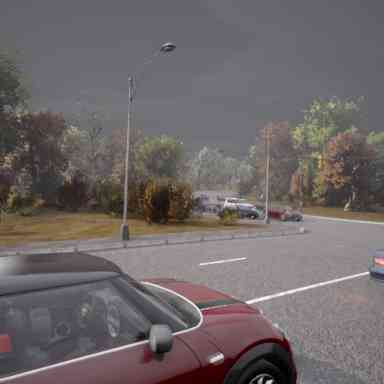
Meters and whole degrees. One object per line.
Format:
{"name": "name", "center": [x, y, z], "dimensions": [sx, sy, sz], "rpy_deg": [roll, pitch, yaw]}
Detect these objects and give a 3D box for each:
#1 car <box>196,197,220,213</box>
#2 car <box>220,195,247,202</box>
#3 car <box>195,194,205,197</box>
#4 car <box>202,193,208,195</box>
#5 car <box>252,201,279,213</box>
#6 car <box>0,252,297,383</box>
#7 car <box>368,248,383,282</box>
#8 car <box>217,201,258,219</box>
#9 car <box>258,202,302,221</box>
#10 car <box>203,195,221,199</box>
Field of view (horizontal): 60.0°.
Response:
{"name": "car", "center": [1.903, 1.951, 45.746], "dimensions": [1.837, 1.490, 4.892], "rpy_deg": [3, 1, -17]}
{"name": "car", "center": [6.164, 1.877, 44.051], "dimensions": [2.150, 2.045, 5.566], "rpy_deg": [3, 0, -19]}
{"name": "car", "center": [0.852, 1.509, 65.238], "dimensions": [1.895, 1.301, 4.718], "rpy_deg": [2, 2, -9]}
{"name": "car", "center": [3.014, 1.056, 78.414], "dimensions": [2.128, 1.511, 4.902], "rpy_deg": [2, 2, -1]}
{"name": "car", "center": [11.252, 2.334, 51.538], "dimensions": [1.837, 1.490, 4.892], "rpy_deg": [2, 1, -17]}
{"name": "car", "center": [-1.145, 1.354, 2.929], "dimensions": [4.553, 1.767, 2.097], "rpy_deg": [0, 0, -36]}
{"name": "car", "center": [6.612, 1.665, 8.480], "dimensions": [5.357, 1.411, 2.033], "rpy_deg": [2, -1, -36]}
{"name": "car", "center": [5.219, 2.134, 36.590], "dimensions": [2.033, 1.411, 5.357], "rpy_deg": [3, -1, -23]}
{"name": "car", "center": [9.591, 2.109, 35.446], "dimensions": [2.097, 1.767, 4.553], "rpy_deg": [3, -1, -24]}
{"name": "car", "center": [3.238, 1.863, 53.794], "dimensions": [1.882, 1.535, 5.008], "rpy_deg": [2, 1, -14]}
